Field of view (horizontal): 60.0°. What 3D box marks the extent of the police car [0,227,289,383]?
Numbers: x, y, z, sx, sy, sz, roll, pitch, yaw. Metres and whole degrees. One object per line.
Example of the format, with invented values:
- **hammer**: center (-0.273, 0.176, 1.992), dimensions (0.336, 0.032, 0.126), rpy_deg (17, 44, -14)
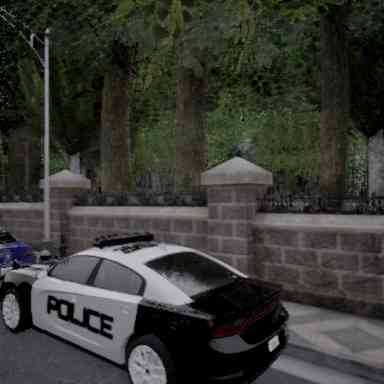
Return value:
- **police car**: center (-1.172, 1.470, 5.243), dimensions (5.238, 1.638, 1.930), rpy_deg (0, -1, 37)
